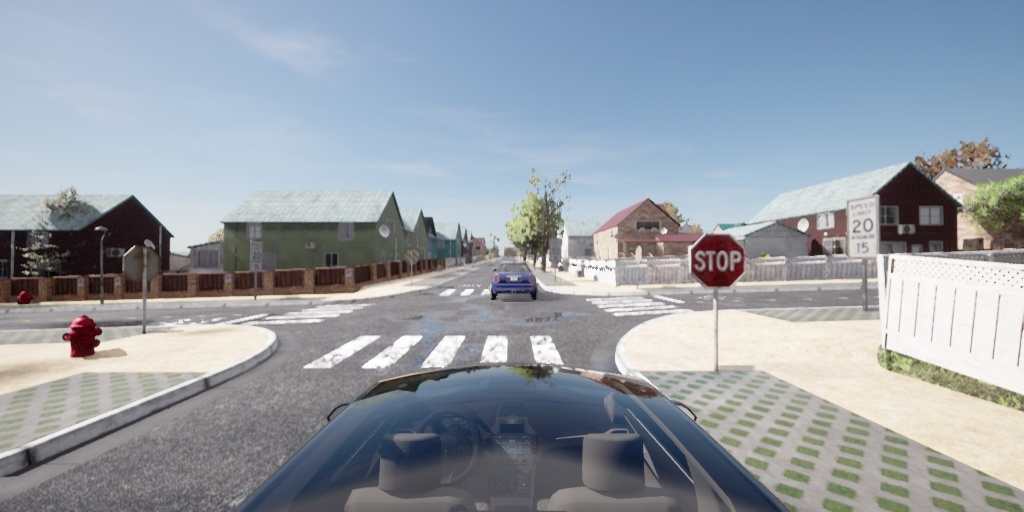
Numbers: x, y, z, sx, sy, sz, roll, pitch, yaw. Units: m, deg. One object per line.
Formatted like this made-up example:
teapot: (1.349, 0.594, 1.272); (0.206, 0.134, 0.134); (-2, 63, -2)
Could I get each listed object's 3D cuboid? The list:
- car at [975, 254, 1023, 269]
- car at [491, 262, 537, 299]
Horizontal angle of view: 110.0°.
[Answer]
car: (21.560, 0.632, 15.079); (4.892, 1.490, 1.837); (-2, -1, 0)
car: (0.091, 1.057, 18.050); (2.097, 1.767, 4.553); (0, 0, 0)
